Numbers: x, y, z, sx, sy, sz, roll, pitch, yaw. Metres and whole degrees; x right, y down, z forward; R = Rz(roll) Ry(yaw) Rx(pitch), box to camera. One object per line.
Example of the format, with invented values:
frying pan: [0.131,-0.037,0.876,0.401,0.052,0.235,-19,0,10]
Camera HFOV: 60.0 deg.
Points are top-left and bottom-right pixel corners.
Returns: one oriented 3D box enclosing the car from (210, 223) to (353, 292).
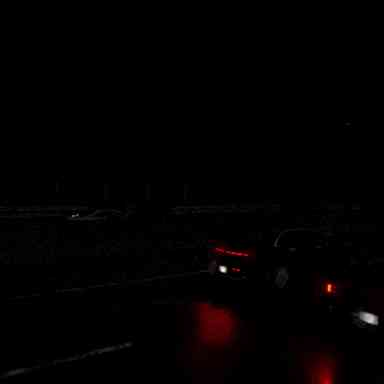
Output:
car: [2.794,1.655,9.369,4.892,1.490,1.837,1,-1,-32]

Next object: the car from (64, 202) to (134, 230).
car: [-6.753,1.666,24.276,4.553,1.767,2.097,1,-1,-32]

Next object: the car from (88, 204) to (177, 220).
car: [-2.989,1.601,18.375,4.553,1.767,2.097,1,-1,-32]

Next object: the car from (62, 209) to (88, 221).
car: [-5.723,1.795,20.787,4.674,1.442,1.812,1,-1,-32]

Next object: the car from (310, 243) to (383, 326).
car: [4.661,1.719,6.407,4.718,1.301,1.895,1,-1,-32]
